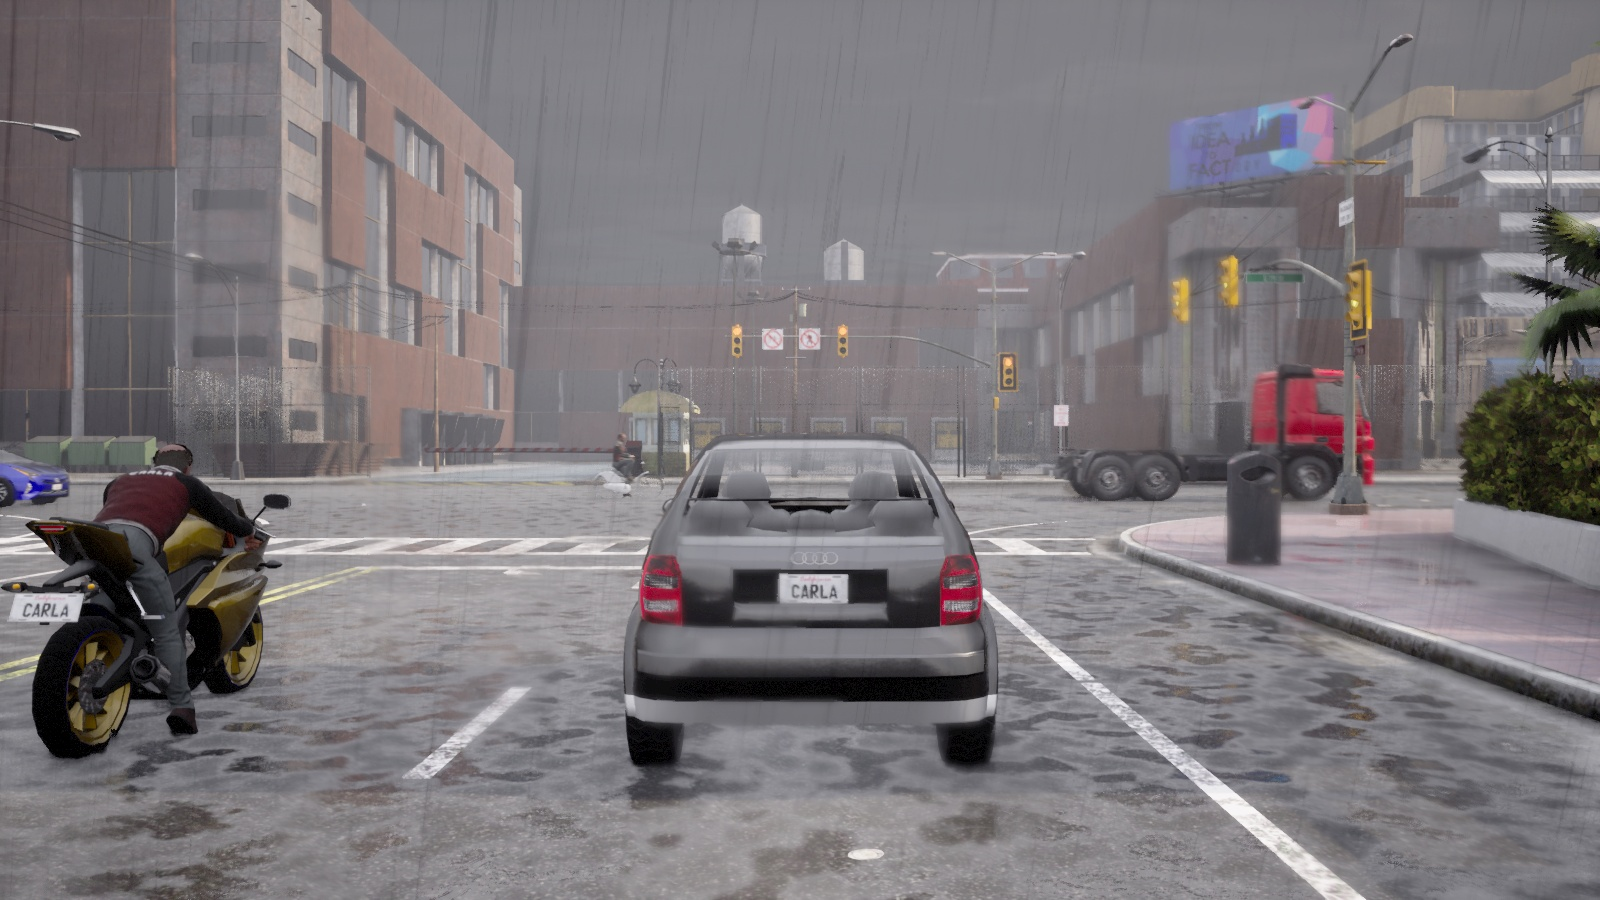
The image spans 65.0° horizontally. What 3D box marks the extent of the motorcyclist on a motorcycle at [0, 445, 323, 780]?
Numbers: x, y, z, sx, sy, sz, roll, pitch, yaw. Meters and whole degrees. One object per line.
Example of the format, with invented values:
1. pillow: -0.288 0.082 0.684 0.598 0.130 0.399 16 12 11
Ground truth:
1. motorcyclist on a motorcycle: -3.454 0.740 6.842 0.866 1.530 2.191 0 0 0

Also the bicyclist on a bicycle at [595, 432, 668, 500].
1. bicyclist on a bicycle: -4.445 0.426 33.220 1.843 1.776 0.659 0 0 1

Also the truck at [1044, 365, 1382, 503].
1. truck: 10.647 -0.413 32.988 7.936 3.462 2.891 0 0 1

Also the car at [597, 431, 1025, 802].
1. car: 0.051 0.685 7.106 1.789 1.549 3.705 0 0 0

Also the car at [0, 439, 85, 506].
1. car: -19.857 0.508 29.927 4.514 1.525 2.007 0 0 1
